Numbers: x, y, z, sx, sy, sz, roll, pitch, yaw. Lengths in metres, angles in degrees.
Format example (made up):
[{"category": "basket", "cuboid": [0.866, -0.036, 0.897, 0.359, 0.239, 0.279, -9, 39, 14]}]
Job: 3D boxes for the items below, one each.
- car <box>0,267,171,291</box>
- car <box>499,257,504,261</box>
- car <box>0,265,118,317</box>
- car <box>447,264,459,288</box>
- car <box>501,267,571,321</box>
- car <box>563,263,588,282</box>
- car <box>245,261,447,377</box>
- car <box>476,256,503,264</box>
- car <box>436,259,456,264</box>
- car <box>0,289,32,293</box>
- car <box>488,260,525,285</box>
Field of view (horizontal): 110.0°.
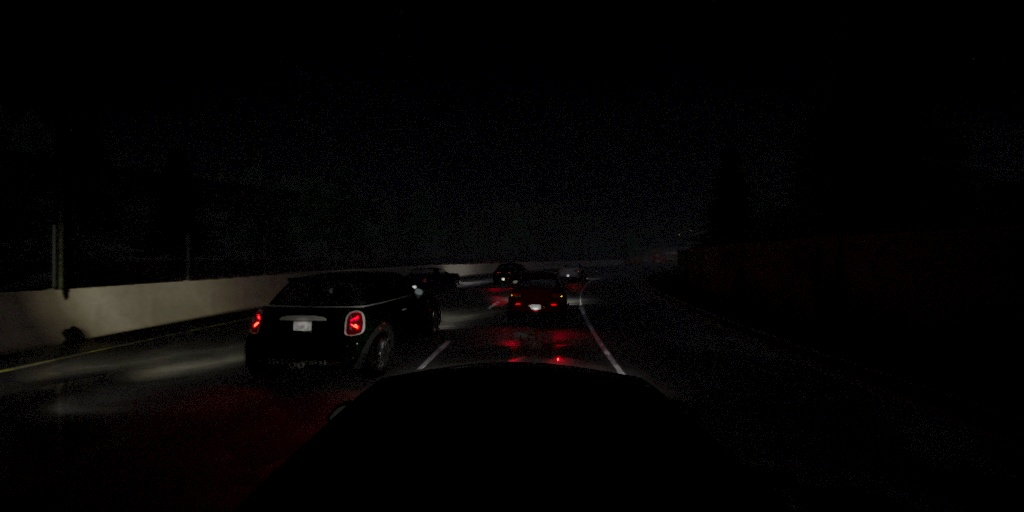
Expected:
[{"category": "car", "cuboid": [-13.477, 1.160, 10.940, 1.882, 1.535, 5.008, 0, 0, 6]}, {"category": "car", "cuboid": [0.684, 1.294, 53.785, 2.033, 1.411, 5.357, 0, 0, 31]}, {"category": "car", "cuboid": [-16.890, 1.144, 11.870, 1.882, 1.535, 5.008, 0, 0, 6]}, {"category": "car", "cuboid": [-4.680, 1.325, 20.989, 1.895, 1.301, 4.718, 0, 0, 12]}, {"category": "car", "cuboid": [0.959, 1.279, 12.439, 1.812, 1.442, 4.674, 0, 0, 7]}, {"category": "car", "cuboid": [5.060, 1.297, 29.803, 1.812, 1.442, 4.674, 0, 0, 19]}, {"category": "car", "cuboid": [-3.035, 1.086, 7.553, 2.097, 1.767, 4.553, 0, 0, 4]}, {"category": "car", "cuboid": [-3.168, 0.952, 54.123, 2.150, 2.045, 5.566, 0, 0, 30]}, {"category": "car", "cuboid": [-9.655, 1.204, 49.340, 1.837, 1.490, 4.892, 0, -1, 26]}, {"category": "car", "cuboid": [-6.790, 1.194, 1.840, 1.882, 1.535, 5.008, 0, 0, 0]}, {"category": "car", "cuboid": [0.069, 1.252, 25.525, 1.837, 1.490, 4.892, 0, 0, 15]}]
